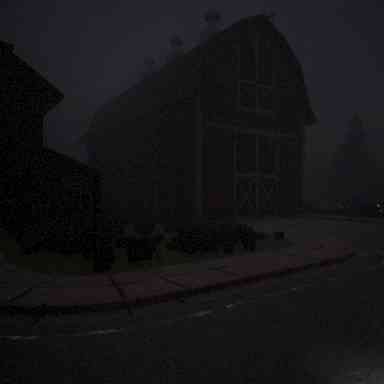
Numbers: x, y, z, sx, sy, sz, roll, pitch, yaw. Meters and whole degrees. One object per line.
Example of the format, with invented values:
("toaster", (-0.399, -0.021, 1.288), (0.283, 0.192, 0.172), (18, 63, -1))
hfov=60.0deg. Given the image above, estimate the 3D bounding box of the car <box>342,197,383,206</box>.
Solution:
("car", (18.226, 1.363, 35.080), (2.097, 1.767, 4.553), (0, 0, -34))
